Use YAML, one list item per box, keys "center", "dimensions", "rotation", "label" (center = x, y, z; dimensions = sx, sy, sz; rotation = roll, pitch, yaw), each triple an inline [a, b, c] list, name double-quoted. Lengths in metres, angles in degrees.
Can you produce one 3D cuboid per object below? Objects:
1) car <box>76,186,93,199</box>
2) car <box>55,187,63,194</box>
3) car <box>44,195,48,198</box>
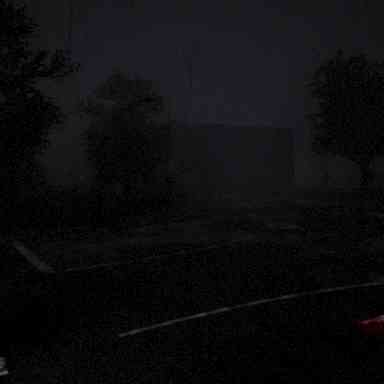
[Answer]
- center: [-15.647, 0.312, 48.810]
  dimensions: [2.231, 1.521, 4.892]
  rotation: [-1, 1, 16]
  label: "car"
- center: [-18.064, 0.093, 50.524]
  dimensions: [2.435, 2.045, 5.566]
  rotation: [-1, 1, 16]
  label: "car"
- center: [-20.453, 0.124, 52.343]
  dimensions: [2.435, 2.045, 5.566]
  rotation: [-2, 1, 16]
  label: "car"
